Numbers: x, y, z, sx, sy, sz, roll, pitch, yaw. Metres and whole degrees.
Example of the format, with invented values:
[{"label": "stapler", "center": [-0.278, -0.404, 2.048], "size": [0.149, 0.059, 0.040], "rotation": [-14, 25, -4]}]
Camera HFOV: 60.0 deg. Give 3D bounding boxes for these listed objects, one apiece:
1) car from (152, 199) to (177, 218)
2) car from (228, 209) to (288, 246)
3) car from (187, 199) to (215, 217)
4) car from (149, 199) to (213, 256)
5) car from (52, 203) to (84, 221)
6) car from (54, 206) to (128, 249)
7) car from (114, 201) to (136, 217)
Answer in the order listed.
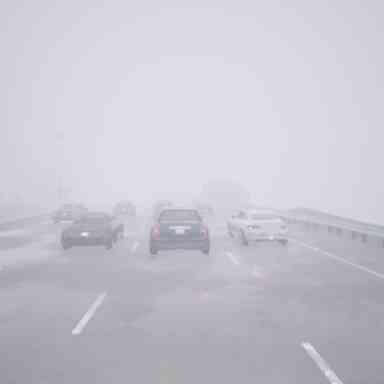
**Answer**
[{"label": "car", "center": [-2.579, 1.429, 30.122], "size": [1.837, 1.490, 4.892], "rotation": [0, 0, -9]}, {"label": "car", "center": [2.837, 1.481, 14.927], "size": [1.812, 1.442, 4.674], "rotation": [0, 0, -4]}, {"label": "car", "center": [0.772, 1.441, 31.353], "size": [1.812, 1.442, 4.674], "rotation": [0, 0, -9]}, {"label": "car", "center": [-0.546, 1.318, 13.181], "size": [2.097, 1.767, 4.553], "rotation": [0, 0, -4]}, {"label": "car", "center": [-8.783, 1.497, 24.532], "size": [2.033, 1.411, 5.357], "rotation": [0, 0, -8]}, {"label": "car", "center": [-4.148, 1.532, 14.414], "size": [1.994, 1.385, 4.181], "rotation": [0, 0, -4]}, {"label": "car", "center": [-6.190, 1.493, 30.564], "size": [1.994, 1.385, 4.181], "rotation": [0, 0, -9]}]
